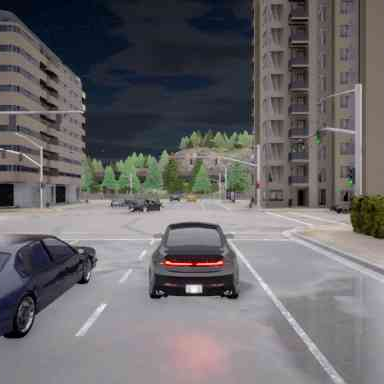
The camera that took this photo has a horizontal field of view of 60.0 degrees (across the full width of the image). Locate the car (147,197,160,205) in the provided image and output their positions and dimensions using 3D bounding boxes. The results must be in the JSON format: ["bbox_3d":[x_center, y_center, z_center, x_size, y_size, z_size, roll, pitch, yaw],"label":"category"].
[{"bbox_3d":[-7.174,1.564,61.895,1.994,1.385,4.181,0,0,0],"label":"car"}]

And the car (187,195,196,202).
[{"bbox_3d":[-0.125,1.478,73.854,1.882,1.535,5.008,0,0,0],"label":"car"}]

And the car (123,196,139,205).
[{"bbox_3d":[-10.675,1.505,58.290,1.837,1.490,4.892,0,0,0],"label":"car"}]

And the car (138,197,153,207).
[{"bbox_3d":[-7.183,1.526,51.982,1.812,1.442,4.674,0,0,-1],"label":"car"}]

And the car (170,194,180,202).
[{"bbox_3d":[-3.627,1.194,72.903,2.097,1.767,4.553,0,0,0],"label":"car"}]

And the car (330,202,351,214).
[{"bbox_3d":[17.285,1.547,34.580,5.357,1.411,2.033,0,0,0],"label":"car"}]

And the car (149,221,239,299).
[{"bbox_3d":[0.049,1.505,8.445,1.837,1.490,4.892,0,0,0],"label":"car"}]

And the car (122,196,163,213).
[{"bbox_3d":[-5.026,1.505,36.635,1.837,1.490,4.892,2,1,30],"label":"car"}]

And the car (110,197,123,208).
[{"bbox_3d":[-10.681,1.491,49.016,2.128,1.511,4.902,0,0,0],"label":"car"}]

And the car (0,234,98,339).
[{"bbox_3d":[-3.461,1.547,6.516,2.033,1.411,5.357,0,0,0],"label":"car"}]
